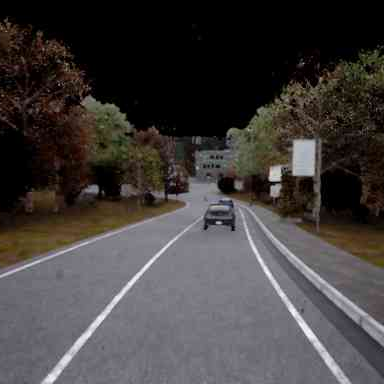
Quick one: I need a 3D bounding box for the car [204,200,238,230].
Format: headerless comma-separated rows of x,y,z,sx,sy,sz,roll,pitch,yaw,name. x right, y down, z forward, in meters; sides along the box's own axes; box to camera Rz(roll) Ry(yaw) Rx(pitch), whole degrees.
1.786,1.478,20.998,1.837,1.490,4.892,1,0,7,car

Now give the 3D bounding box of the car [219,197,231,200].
4.264,1.405,42.582,1.882,1.535,5.008,1,0,4,car
